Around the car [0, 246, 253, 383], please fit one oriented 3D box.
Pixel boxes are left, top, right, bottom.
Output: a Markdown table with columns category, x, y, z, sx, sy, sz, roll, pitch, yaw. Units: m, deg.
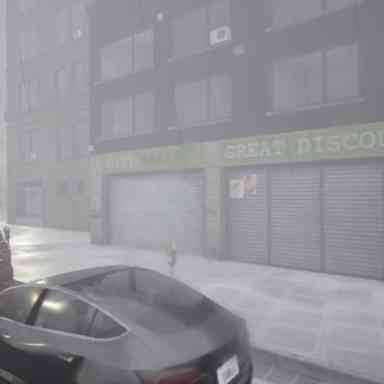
| category | x | y | z | sx | sy | sz | roll | pitch | yaw |
| --- | --- | --- | --- | --- | --- | --- | --- | --- | --- |
| car | -1.382 | 1.593 | 4.065 | 4.313 | 1.339 | 1.947 | -1 | 0 | 35 |

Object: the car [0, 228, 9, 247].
| category | x | y | z | sx | sy | sz | roll | pitch | yaw |
| --- | --- | --- | --- | --- | --- | --- | --- | --- | --- |
| car | -5.881 | 1.387 | 7.273 | 5.009 | 1.841 | 2.192 | -1 | 0 | 35 |
